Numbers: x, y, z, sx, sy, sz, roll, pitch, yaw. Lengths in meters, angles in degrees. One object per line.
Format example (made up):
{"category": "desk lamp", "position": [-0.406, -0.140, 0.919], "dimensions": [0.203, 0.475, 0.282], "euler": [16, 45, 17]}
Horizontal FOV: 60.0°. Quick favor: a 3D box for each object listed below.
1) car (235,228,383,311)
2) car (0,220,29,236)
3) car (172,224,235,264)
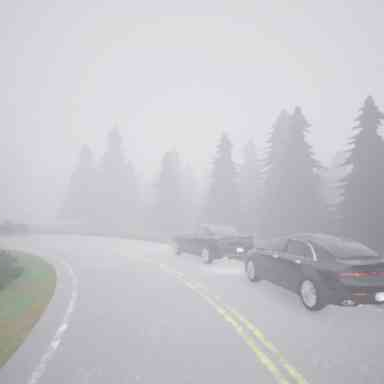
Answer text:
{"category": "car", "position": [2.981, 1.846, 8.646], "dimensions": [1.837, 1.490, 4.892], "euler": [1, -3, -15]}
{"category": "car", "position": [-17.763, 3.454, 32.634], "dimensions": [5.008, 1.535, 1.882], "euler": [-4, -3, 42]}
{"category": "car", "position": [0.733, 2.140, 14.732], "dimensions": [1.882, 1.535, 5.008], "euler": [1, -3, -26]}
